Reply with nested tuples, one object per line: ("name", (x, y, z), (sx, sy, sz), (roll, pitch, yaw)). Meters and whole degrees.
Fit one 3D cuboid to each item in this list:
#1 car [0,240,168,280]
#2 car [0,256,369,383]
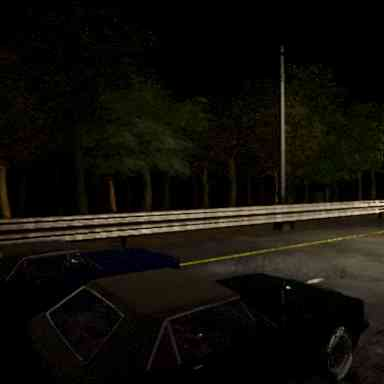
("car", (-2.500, 1.588, 6.260), (4.718, 1.301, 1.895), (-1, 0, -35))
("car", (-0.048, 1.584, 3.708), (4.718, 1.301, 1.895), (-1, 0, -35))
